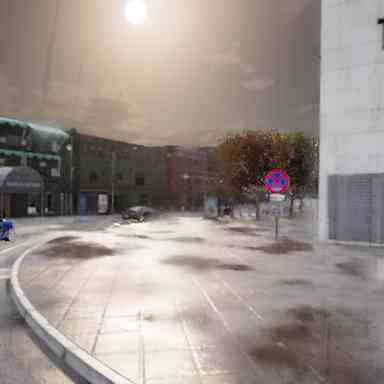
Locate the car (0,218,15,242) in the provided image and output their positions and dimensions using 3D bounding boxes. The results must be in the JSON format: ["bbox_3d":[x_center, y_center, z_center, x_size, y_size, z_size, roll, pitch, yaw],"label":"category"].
[{"bbox_3d":[-9.325,1.612,14.387,1.882,1.535,5.008,0,-1,-11],"label":"car"}]

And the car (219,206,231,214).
[{"bbox_3d":[4.975,2.997,55.163,1.895,1.301,4.718,1,-1,32],"label":"car"}]

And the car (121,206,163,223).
[{"bbox_3d":[-4.702,2.094,32.228,1.882,1.535,5.008,1,-1,30],"label":"car"}]
